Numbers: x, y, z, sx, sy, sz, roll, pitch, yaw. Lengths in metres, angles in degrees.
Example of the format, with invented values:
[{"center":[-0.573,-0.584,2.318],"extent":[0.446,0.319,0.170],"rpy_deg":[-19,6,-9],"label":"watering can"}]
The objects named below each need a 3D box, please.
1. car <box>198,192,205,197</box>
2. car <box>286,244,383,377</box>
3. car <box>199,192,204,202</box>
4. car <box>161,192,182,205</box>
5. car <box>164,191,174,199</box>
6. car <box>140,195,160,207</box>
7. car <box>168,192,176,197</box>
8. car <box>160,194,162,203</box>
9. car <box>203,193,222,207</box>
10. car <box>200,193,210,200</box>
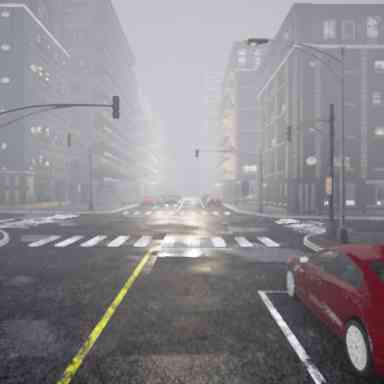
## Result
[{"center":[2.703,0.807,93.761],"extent":[2.008,1.369,4.403],"rpy_deg":[0,0,0],"label":"car"},{"center":[2.828,1.498,5.315],"extent":[1.887,1.381,4.507],"rpy_deg":[0,0,0],"label":"car"},{"center":[2.701,1.077,59.775],"extent":[1.947,1.339,4.313],"rpy_deg":[0,0,0],"label":"car"},{"center":[-3.053,1.129,50.654],"extent":[2.033,1.411,5.357],"rpy_deg":[0,0,1],"label":"car"},{"center":[-5.677,0.654,82.430],"extent":[2.192,1.841,5.009],"rpy_deg":[0,0,0],"label":"car"},{"center":[-5.771,1.179,44.007],"extent":[1.887,1.381,4.507],"rpy_deg":[0,0,0],"label":"car"},{"center":[-5.677,0.807,93.761],"extent":[2.008,1.369,4.403],"rpy_deg":[0,0,0],"label":"car"},{"center":[-5.680,1.106,54.109],"extent":[2.008,1.369,4.403],"rpy_deg":[0,0,0],"label":"car"},{"center":[2.812,1.084,42.784],"extent":[1.967,1.590,4.097],"rpy_deg":[0,0,0],"label":"car"},{"center":[2.701,0.969,71.103],"extent":[1.887,1.381,4.507],"rpy_deg":[0,0,0],"label":"car"}]
